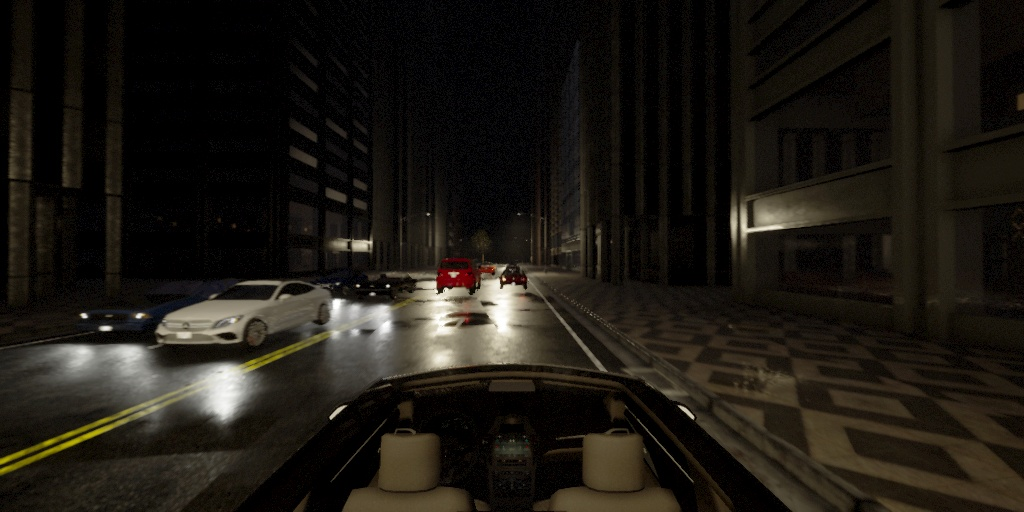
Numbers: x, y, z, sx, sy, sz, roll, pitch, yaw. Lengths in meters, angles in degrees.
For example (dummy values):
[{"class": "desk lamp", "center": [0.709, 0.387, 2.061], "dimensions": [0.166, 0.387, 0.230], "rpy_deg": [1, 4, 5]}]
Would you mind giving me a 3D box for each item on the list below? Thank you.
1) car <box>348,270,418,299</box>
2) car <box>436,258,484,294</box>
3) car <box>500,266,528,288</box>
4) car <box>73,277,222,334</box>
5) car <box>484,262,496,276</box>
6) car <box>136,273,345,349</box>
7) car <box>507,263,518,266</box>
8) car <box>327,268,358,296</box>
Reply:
[{"class": "car", "center": [-6.556, 1.517, 19.138], "dimensions": [1.895, 1.301, 4.718], "rpy_deg": [0, -1, 1]}, {"class": "car", "center": [-3.148, 1.167, 21.978], "dimensions": [2.150, 2.045, 5.566], "rpy_deg": [0, 0, 0]}, {"class": "car", "center": [0.100, 1.582, 25.834], "dimensions": [1.895, 1.301, 4.718], "rpy_deg": [0, -1, 0]}, {"class": "car", "center": [-9.761, 1.388, 11.297], "dimensions": [2.033, 1.411, 5.357], "rpy_deg": [0, -1, 1]}, {"class": "car", "center": [-3.154, 1.526, 45.507], "dimensions": [2.097, 1.767, 4.553], "rpy_deg": [0, -1, 0]}, {"class": "car", "center": [-6.535, 1.349, 9.510], "dimensions": [1.812, 1.442, 4.674], "rpy_deg": [0, -1, 1]}, {"class": "car", "center": [0.097, 1.694, 46.772], "dimensions": [1.837, 1.490, 4.892], "rpy_deg": [0, 0, 0]}, {"class": "car", "center": [-9.789, 1.457, 20.688], "dimensions": [1.812, 1.442, 4.674], "rpy_deg": [0, -1, 0]}]
